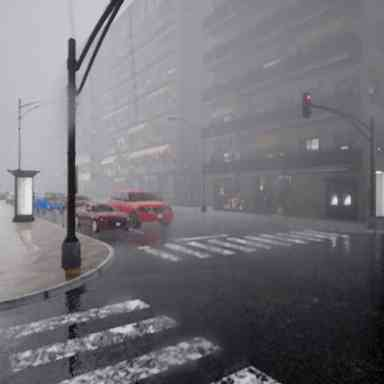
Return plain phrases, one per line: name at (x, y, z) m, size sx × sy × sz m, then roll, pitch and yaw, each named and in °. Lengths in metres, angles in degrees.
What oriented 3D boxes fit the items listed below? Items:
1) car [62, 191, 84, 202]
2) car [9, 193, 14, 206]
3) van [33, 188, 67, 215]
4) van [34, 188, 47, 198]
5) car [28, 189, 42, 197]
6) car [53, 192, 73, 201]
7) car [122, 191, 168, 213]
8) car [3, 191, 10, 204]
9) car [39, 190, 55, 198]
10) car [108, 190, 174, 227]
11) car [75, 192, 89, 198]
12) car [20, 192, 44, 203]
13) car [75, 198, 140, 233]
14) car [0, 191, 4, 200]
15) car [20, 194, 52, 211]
car at (-17.827, 0.629, 49.782) m, size 1.967 × 1.590 × 4.097 m, roll 1°, pitch 0°, yaw -36°
car at (-17.999, 0.876, 35.698) m, size 1.887 × 1.381 × 4.507 m, roll 1°, pitch 0°, yaw -36°
van at (-11.372, 0.847, 26.524) m, size 1.690 × 1.788 × 3.998 m, roll 1°, pitch 0°, yaw -36°
van at (-31.068, 0.181, 68.128) m, size 1.690 × 1.788 × 3.998 m, roll 1°, pitch 0°, yaw -36°
car at (-34.381, 0.193, 72.714) m, size 1.967 × 1.590 × 4.097 m, roll 1°, pitch 0°, yaw -36°
car at (-21.141, 0.667, 54.368) m, size 1.947 × 1.339 × 4.313 m, roll 1°, pitch 0°, yaw -36°
car at (-4.581, 0.853, 31.435) m, size 2.192 × 1.841 × 5.009 m, roll 1°, pitch 0°, yaw -36°
car at (-21.210, 0.772, 40.147) m, size 1.752 × 1.417 × 4.829 m, roll 1°, pitch 0°, yaw -36°
car at (-27.861, 0.450, 63.679) m, size 1.752 × 1.417 × 4.829 m, roll 1°, pitch 0°, yaw -36°
car at (-3.282, 0.896, 19.718) m, size 2.150 × 2.045 × 5.566 m, roll 0°, pitch 1°, yaw -36°
car at (-9.796, 0.980, 28.742) m, size 1.882 × 1.535 × 5.008 m, roll 0°, pitch 1°, yaw -36°
car at (-22.330, 0.718, 46.255) m, size 2.033 × 1.411 × 5.357 m, roll 0°, pitch 1°, yaw -35°
car at (-4.756, 1.226, 17.352) m, size 1.887 × 1.381 × 4.507 m, roll 1°, pitch 0°, yaw -36°
car at (-27.928, 0.509, 49.457) m, size 1.967 × 1.590 × 4.097 m, roll 1°, pitch 0°, yaw -36°
car at (-14.688, 0.963, 31.112) m, size 1.887 × 1.381 × 4.507 m, roll 1°, pitch 0°, yaw -36°
